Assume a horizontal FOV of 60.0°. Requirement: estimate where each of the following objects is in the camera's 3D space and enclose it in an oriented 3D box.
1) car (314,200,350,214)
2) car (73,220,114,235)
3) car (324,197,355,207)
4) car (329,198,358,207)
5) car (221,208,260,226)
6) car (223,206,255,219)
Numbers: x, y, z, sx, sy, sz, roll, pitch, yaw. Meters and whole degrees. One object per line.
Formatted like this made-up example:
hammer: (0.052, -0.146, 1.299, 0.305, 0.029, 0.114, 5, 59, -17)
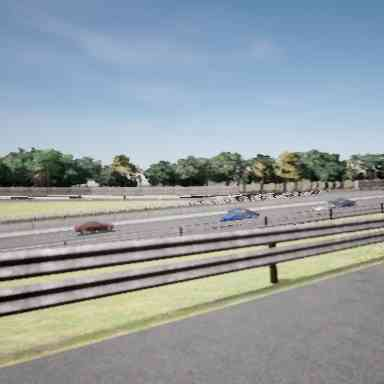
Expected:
car: (19.964, 2.417, 47.983, 4.718, 1.301, 1.895, -4, 2, -28)
car: (-11.521, 4.042, 39.139, 4.674, 1.442, 1.812, -4, 2, -28)
car: (26.333, 1.722, 59.308, 5.357, 1.411, 2.033, -4, 2, -28)
car: (25.340, 1.920, 54.814, 4.181, 1.385, 1.994, -4, 2, -28)
car: (5.851, 3.197, 40.464, 5.008, 1.535, 1.882, -4, 2, -28)
car: (6.962, 2.976, 48.987, 4.181, 1.385, 1.994, -4, 2, -28)
